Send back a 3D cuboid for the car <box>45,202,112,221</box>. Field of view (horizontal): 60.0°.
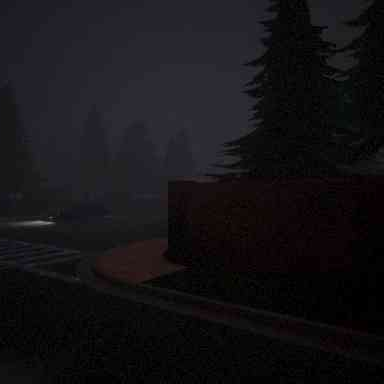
[{"bbox_3d":[-9.134,1.547,27.336,2.033,1.411,5.357,0,0,35],"label":"car"}]
